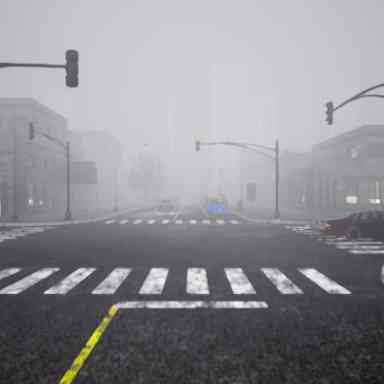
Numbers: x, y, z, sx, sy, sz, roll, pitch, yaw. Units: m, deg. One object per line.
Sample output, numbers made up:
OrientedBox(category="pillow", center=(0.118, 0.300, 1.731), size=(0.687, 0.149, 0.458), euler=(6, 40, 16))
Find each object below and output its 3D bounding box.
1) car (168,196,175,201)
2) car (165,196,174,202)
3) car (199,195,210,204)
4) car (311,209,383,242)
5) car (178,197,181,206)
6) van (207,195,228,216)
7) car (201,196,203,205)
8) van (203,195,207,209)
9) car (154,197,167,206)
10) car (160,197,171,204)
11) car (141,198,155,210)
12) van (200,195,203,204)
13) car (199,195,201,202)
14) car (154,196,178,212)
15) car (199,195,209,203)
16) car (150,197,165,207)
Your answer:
OrientedBox(category="car", center=(-5.695, 1.840, 93.990), size=(1.752, 1.417, 4.829), euler=(0, 0, 0))
OrientedBox(category="car", center=(-5.694, 1.811, 83.117), size=(1.887, 1.381, 4.507), euler=(0, 0, 0))
OrientedBox(category="car", center=(2.685, 1.536, 72.058), size=(2.192, 1.841, 5.009), euler=(0, 0, 0))
OrientedBox(category="car", center=(8.539, 1.513, 15.704), size=(5.357, 1.411, 2.033), euler=(0, 0, 0))
OrientedBox(category="car", center=(-3.057, 1.516, 57.098), size=(2.097, 1.767, 4.553), euler=(0, 0, 0))
OrientedBox(category="van", center=(2.687, 1.425, 33.405), size=(1.690, 1.788, 3.998), euler=(0, 0, 0))
OrientedBox(category="car", center=(2.687, 1.683, 49.969), size=(1.887, 1.381, 4.507), euler=(0, 0, 0))
OrientedBox(category="van", center=(2.686, 1.460, 44.449), size=(1.690, 1.788, 3.998), euler=(0, 0, 0))
OrientedBox(category="car", center=(-5.694, 1.723, 61.031), size=(1.887, 1.381, 4.507), euler=(0, 0, 0))
OrientedBox(category="car", center=(-5.694, 1.766, 72.074), size=(1.887, 1.381, 4.507), euler=(0, 0, 0))
OrientedBox(category="car", center=(-5.693, 1.644, 44.295), size=(1.752, 1.417, 4.829), euler=(0, 0, 0))
OrientedBox(category="van", center=(2.686, 1.499, 55.492), size=(1.690, 1.788, 3.998), euler=(0, 0, 0))
OrientedBox(category="car", center=(2.687, 1.704, 61.183), size=(1.752, 1.417, 4.829), euler=(0, 0, 0))
OrientedBox(category="car", center=(-3.091, 1.585, 40.798), size=(1.882, 1.535, 5.008), euler=(0, 0, 0))
OrientedBox(category="car", center=(2.685, 1.558, 77.580), size=(2.192, 1.841, 5.009), euler=(0, 0, 0))
OrientedBox(category="car", center=(-5.694, 1.598, 55.510), size=(1.967, 1.590, 4.097), euler=(0, 0, 0))
